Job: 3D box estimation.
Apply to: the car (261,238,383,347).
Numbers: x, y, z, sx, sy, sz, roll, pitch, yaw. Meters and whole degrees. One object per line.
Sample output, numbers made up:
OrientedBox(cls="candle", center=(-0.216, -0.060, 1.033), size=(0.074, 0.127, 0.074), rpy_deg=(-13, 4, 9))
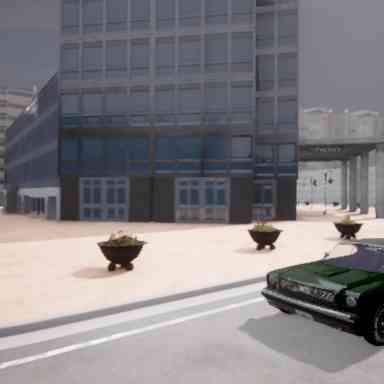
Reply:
OrientedBox(cls="car", center=(3.574, 1.651, 6.535), size=(4.718, 1.301, 1.895), rpy_deg=(1, 0, -35))
